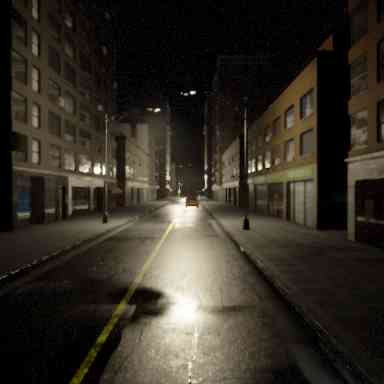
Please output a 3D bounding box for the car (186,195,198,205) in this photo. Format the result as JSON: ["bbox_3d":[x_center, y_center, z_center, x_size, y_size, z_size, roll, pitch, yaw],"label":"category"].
[{"bbox_3d":[-0.015,1.334,56.977,2.097,1.767,4.553,0,0,0],"label":"car"}]

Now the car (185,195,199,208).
[{"bbox_3d":[-0.013,1.462,46.586,1.882,1.535,5.008,0,0,0],"label":"car"}]
